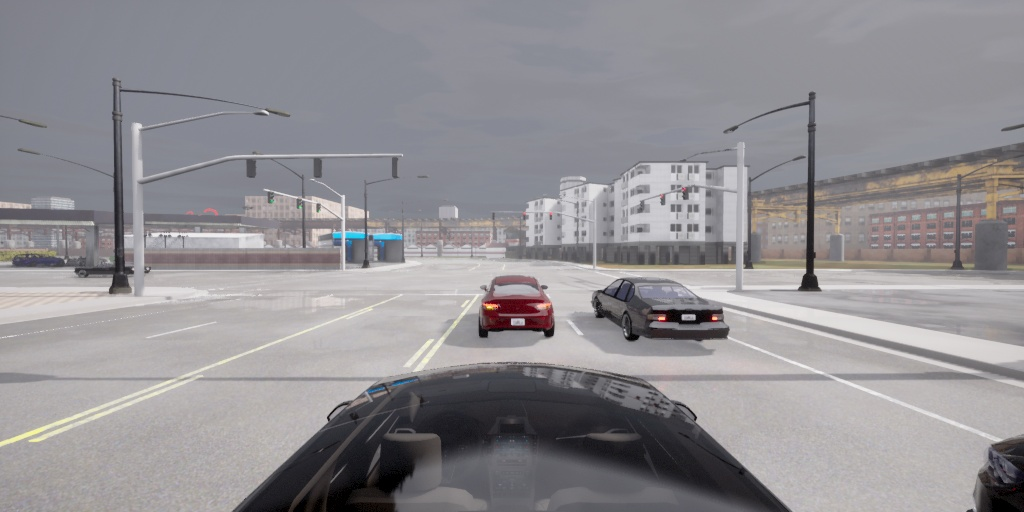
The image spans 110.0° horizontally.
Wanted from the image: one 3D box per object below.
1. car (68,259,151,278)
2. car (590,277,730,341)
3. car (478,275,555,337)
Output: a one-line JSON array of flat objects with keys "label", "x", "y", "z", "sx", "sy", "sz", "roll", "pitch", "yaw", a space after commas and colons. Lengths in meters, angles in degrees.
[{"label": "car", "x": -33.692, "y": 1.135, "z": 30.268, "sx": 4.718, "sy": 1.301, "sz": 1.895, "roll": 0, "pitch": 1, "yaw": -1}, {"label": "car", "x": 3.582, "y": 1.282, "z": 9.790, "sx": 2.033, "sy": 1.411, "sz": 5.357, "roll": 0, "pitch": 0, "yaw": 0}, {"label": "car", "x": 0.071, "y": 1.256, "z": 10.074, "sx": 1.812, "sy": 1.442, "sz": 4.674, "roll": 0, "pitch": 0, "yaw": -1}]
